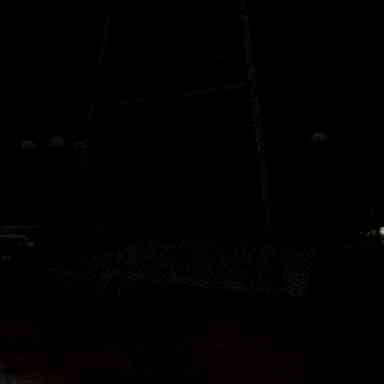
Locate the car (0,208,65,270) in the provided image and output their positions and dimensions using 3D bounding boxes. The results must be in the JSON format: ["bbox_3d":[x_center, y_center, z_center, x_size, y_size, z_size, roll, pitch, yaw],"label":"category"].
[{"bbox_3d":[-5.717,1.526,11.548,1.905,1.878,3.866,-1,-1,-8],"label":"car"}]

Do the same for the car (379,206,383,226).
[{"bbox_3d":[14.415,1.436,23.358,2.097,1.767,4.553,-1,-1,23],"label":"car"}]
